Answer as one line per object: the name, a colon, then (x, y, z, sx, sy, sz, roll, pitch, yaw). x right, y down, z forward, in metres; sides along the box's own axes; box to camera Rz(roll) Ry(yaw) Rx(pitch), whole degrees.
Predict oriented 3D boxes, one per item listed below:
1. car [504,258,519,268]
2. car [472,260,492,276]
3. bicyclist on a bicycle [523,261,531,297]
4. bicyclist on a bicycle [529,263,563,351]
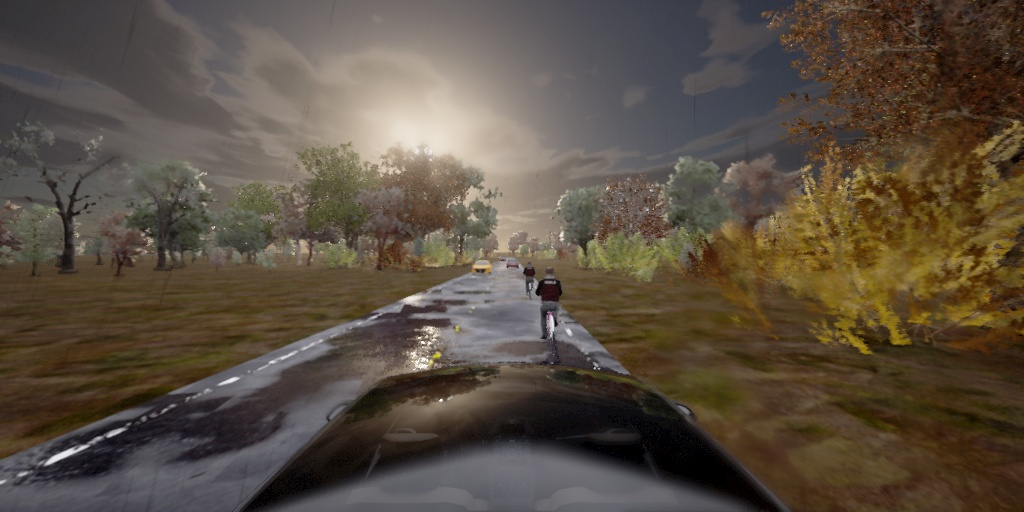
car: (0.101, 1.281, 60.303, 1.994, 1.385, 4.181, 0, 0, 0)
car: (-3.098, 1.214, 37.751, 1.882, 1.535, 5.008, 0, 0, 0)
bicyclist on a bicycle: (0.827, 1.119, 17.106, 0.659, 1.776, 1.843, 0, 0, 0)
bicyclist on a bicycle: (0.827, 1.121, 8.106, 0.659, 1.776, 1.843, 0, 0, 0)
